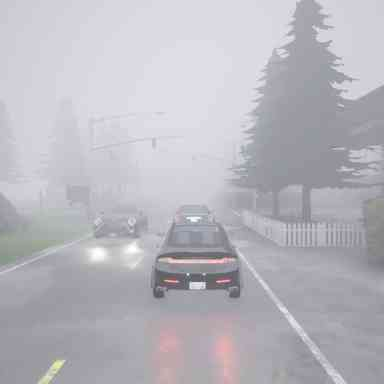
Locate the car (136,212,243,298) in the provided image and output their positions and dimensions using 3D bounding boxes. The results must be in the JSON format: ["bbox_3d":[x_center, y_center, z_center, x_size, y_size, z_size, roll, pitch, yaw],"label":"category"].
[{"bbox_3d":[0.097,1.492,8.477,2.128,1.511,4.902,0,0,0],"label":"car"}]

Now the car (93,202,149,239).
[{"bbox_3d":[-3.554,1.351,17.299,2.097,1.767,4.553,0,0,0],"label":"car"}]

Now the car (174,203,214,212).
[{"bbox_3d":[0.094,1.352,17.631,2.097,1.767,4.553,0,0,0],"label":"car"}]
